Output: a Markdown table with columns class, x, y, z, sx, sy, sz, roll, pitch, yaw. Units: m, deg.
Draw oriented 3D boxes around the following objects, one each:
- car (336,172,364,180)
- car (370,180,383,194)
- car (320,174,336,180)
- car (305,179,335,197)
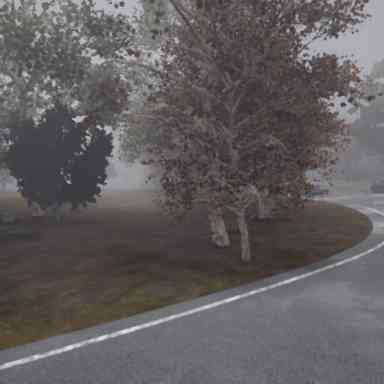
| class | x | y | z | sx | sy | sz | roll | pitch | yaw |
| --- | --- | --- | --- | --- | --- | --- | --- | --- | --- |
| car | 30.285 | -2.993 | 63.124 | 4.181 | 1.385 | 1.994 | -4 | 3 | -5 |
| car | 19.760 | -0.577 | 32.000 | 1.812 | 1.442 | 4.674 | -8 | 5 | -44 |
| car | 27.373 | -2.951 | 65.914 | 4.181 | 1.385 | 1.994 | -4 | 3 | -15 |
| car | 12.680 | -0.318 | 35.942 | 1.882 | 1.535 | 5.008 | -5 | 3 | -16 |
